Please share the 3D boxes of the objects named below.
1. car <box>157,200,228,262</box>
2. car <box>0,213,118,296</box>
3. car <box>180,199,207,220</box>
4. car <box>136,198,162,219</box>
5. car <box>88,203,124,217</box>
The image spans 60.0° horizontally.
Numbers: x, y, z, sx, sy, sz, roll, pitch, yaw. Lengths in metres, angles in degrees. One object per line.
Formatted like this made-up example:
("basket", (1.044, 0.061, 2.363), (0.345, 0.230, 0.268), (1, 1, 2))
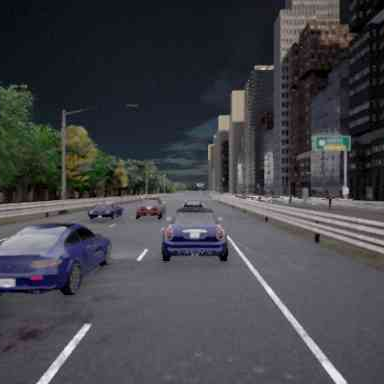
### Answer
("car", (0.093, 1.327, 12.204), (2.097, 1.767, 4.553), (0, 0, 0))
("car", (-3.417, 1.507, 8.476), (1.812, 1.442, 4.674), (0, 0, 0))
("car", (0.102, 1.441, 28.676), (2.128, 1.511, 4.902), (0, 0, 0))
("car", (-3.399, 1.302, 28.435), (2.097, 1.767, 4.553), (0, 0, 0))
("car", (-6.899, 1.552, 27.180), (1.895, 1.301, 4.718), (0, 0, 0))
